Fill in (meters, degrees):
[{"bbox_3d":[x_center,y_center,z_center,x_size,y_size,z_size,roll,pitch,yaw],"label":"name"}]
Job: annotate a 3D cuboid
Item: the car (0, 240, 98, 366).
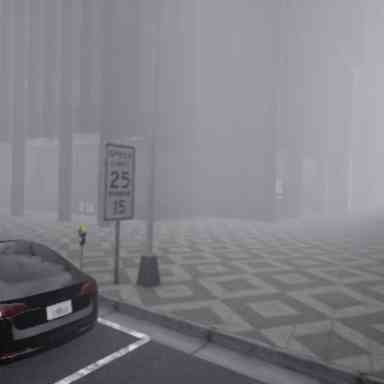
[{"bbox_3d":[-3.329,1.447,5.328,4.313,1.339,1.947,2,2,36],"label":"car"}]
